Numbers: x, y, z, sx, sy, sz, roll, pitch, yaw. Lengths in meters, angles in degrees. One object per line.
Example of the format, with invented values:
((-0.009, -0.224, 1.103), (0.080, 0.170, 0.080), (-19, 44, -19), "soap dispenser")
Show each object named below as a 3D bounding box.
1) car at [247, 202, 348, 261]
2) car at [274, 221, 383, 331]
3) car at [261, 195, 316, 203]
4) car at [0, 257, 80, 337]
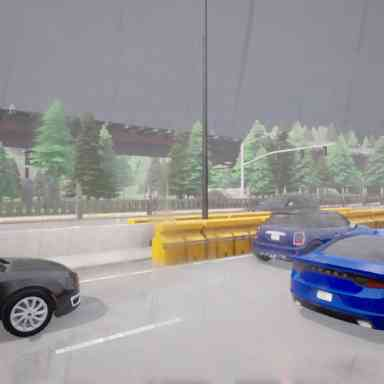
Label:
((4.185, 1.352, 11.037), (4.553, 1.767, 2.097), (0, 0, -36), "car")
((4.091, 1.478, 6.669), (5.008, 1.535, 1.882), (0, 0, -36), "car")
((5.901, 1.223, 21.259), (5.566, 2.045, 2.150), (0, 0, -37), "car")
((-4.235, 1.505, 5.025), (4.892, 1.490, 1.837), (0, 0, -35), "car")
